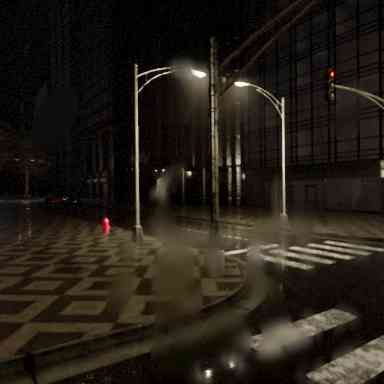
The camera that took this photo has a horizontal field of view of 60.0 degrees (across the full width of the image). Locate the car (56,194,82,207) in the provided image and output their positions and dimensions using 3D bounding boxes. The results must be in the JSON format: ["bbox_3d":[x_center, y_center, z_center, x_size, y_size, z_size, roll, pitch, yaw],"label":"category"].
[{"bbox_3d":[-15.939,1.183,43.734,1.994,1.385,4.181,-1,1,-35],"label":"car"}]

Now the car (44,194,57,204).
[{"bbox_3d":[-21.462,1.017,51.412,1.882,1.535,5.008,-1,1,-35],"label":"car"}]
